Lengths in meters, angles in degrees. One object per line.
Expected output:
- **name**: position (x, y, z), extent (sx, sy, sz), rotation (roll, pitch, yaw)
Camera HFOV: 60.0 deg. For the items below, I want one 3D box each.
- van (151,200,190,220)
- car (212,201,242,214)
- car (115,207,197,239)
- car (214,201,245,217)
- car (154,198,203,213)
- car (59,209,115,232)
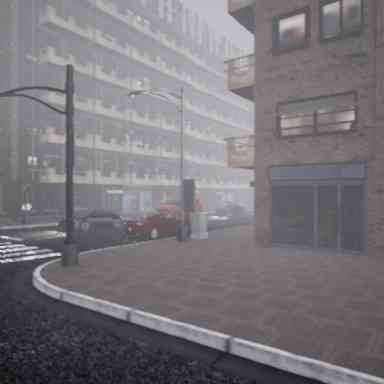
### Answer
- **van**: position (-2.093, 1.704, 33.137), extent (1.690, 1.788, 3.998), rotation (-1, -1, 36)
- **car**: position (4.501, 1.927, 42.397), extent (1.967, 1.590, 4.097), rotation (-1, -1, 36)
- **car**: position (-1.912, 1.814, 19.018), extent (1.887, 1.381, 4.507), rotation (-1, -1, 36)
- **car**: position (4.328, 2.016, 37.640), extent (1.994, 1.385, 4.181), rotation (0, -1, 37)
- **car**: position (-1.217, 1.571, 29.930), extent (2.150, 2.045, 5.566), rotation (0, -1, 36)
- **car**: position (-6.696, 1.814, 22.294), extent (1.994, 1.385, 4.181), rotation (0, 0, 36)
